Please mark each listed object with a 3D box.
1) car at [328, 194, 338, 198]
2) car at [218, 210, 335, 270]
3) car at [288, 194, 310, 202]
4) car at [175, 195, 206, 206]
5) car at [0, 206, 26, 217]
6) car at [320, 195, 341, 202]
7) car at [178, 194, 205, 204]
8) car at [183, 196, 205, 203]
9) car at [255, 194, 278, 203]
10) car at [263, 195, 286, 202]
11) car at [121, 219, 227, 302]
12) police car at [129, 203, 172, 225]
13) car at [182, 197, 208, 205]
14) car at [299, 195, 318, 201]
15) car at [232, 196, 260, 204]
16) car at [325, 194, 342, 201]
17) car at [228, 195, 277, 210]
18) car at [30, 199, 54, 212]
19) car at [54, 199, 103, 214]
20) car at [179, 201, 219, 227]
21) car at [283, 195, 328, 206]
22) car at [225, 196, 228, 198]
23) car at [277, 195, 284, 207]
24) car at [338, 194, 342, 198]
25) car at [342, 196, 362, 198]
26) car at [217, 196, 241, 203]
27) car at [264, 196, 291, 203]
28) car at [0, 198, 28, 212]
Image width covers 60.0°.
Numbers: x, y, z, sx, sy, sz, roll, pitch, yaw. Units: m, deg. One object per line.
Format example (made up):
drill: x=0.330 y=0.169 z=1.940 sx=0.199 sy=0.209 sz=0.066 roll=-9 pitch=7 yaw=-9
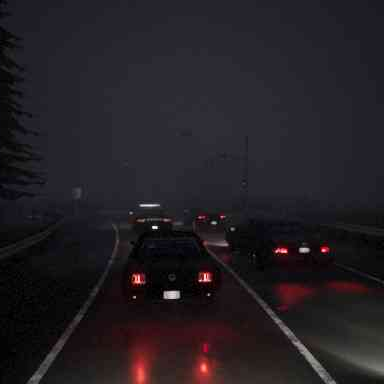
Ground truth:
car: x=27.118 y=1.478 z=69.089 sx=5.008 sy=1.535 sz=1.882 roll=0 pitch=0 yaw=-21
car: x=2.542 y=1.547 z=11.065 sx=2.033 sy=1.411 sz=5.357 roll=0 pitch=0 yaw=-8
car: x=24.278 y=1.355 z=75.501 sx=4.553 sy=1.767 sz=2.097 roll=0 pitch=0 yaw=-21
car: x=0.717 y=1.547 z=47.792 sx=5.357 sy=1.411 sz=2.033 roll=0 pitch=0 yaw=-21
car: x=-17.188 y=1.570 z=29.848 sx=4.181 sy=1.385 sz=1.994 roll=0 pitch=0 yaw=-21
car: x=33.397 y=1.525 z=80.048 sx=4.902 sy=1.511 sz=2.128 roll=0 pitch=0 yaw=-31
car: x=-0.060 y=1.352 z=62.669 sx=4.553 sy=1.767 sz=2.097 roll=0 pitch=0 yaw=-22
car: x=0.331 y=1.552 z=70.190 sx=4.181 sy=1.385 sz=1.994 roll=0 pitch=0 yaw=-21
car: x=16.221 y=1.355 z=72.422 sx=4.553 sy=1.767 sz=2.097 roll=0 pitch=0 yaw=-21
car: x=19.140 y=1.500 z=77.259 sx=4.892 sy=1.490 sz=1.837 roll=0 pitch=0 yaw=-21
car: x=-0.601 y=1.601 z=8.312 sx=1.895 sy=1.301 sz=4.718 roll=0 pitch=0 yaw=-6
police car: x=-2.267 y=1.425 z=17.776 sx=1.930 sy=1.638 sz=5.238 roll=0 pitch=0 yaw=-13
car: x=0.497 y=1.564 z=59.139 sx=4.181 sy=1.385 sz=1.994 roll=0 pitch=0 yaw=-21
car: x=28.406 y=1.552 z=81.251 sx=4.181 sy=1.385 sz=1.994 roll=0 pitch=0 yaw=-27
car: x=10.142 y=1.505 z=62.743 sx=4.892 sy=1.490 sz=1.837 roll=0 pitch=0 yaw=-20
car: x=37.004 y=1.325 z=86.797 sx=4.553 sy=1.767 sz=2.097 roll=0 pitch=0 yaw=-35
car: x=7.080 y=1.351 z=38.969 sx=4.553 sy=1.767 sz=2.097 roll=0 pitch=0 yaw=-21
car: x=-15.511 y=1.552 z=37.956 sx=5.357 sy=1.411 sz=2.033 roll=0 pitch=0 yaw=-21
car: x=-11.975 y=1.532 z=35.560 sx=4.674 sy=1.442 sz=1.812 roll=0 pitch=0 yaw=-21
car: x=0.678 y=1.526 z=20.467 sx=1.812 sy=1.442 sz=4.674 roll=0 pitch=0 yaw=-13
car: x=15.678 y=1.492 z=45.939 sx=4.902 sy=1.511 sz=2.128 roll=0 pitch=0 yaw=-21
car: x=8.974 y=1.525 z=66.013 sx=4.674 sy=1.442 sz=1.812 roll=0 pitch=0 yaw=-20
car: x=10.694 y=1.351 z=47.805 sx=4.553 sy=1.767 sz=2.097 roll=0 pitch=0 yaw=-21
car: x=36.141 y=1.540 z=77.654 sx=5.357 sy=1.411 sz=2.033 roll=0 pitch=0 yaw=-31
car: x=36.425 y=1.540 z=73.694 sx=5.357 sy=1.411 sz=2.033 roll=0 pitch=0 yaw=-31
car: x=7.797 y=1.524 z=69.257 sx=4.674 sy=1.442 sz=1.812 roll=0 pitch=0 yaw=-21
car: x=17.804 y=1.540 z=69.278 sx=5.357 sy=1.411 sz=2.033 roll=0 pitch=0 yaw=-21
car: x=-22.190 y=1.494 z=39.186 sx=4.902 sy=1.511 sz=2.128 roll=0 pitch=0 yaw=-21
